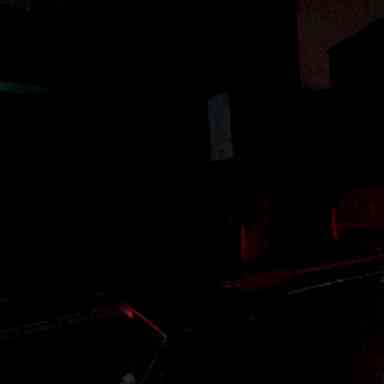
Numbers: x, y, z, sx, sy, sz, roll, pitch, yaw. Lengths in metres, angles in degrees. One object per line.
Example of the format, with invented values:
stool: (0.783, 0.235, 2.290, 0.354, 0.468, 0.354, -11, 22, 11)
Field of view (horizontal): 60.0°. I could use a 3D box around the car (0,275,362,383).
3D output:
car: (-0.481, 1.637, 3.098, 4.718, 1.301, 1.895, 0, -1, -36)
